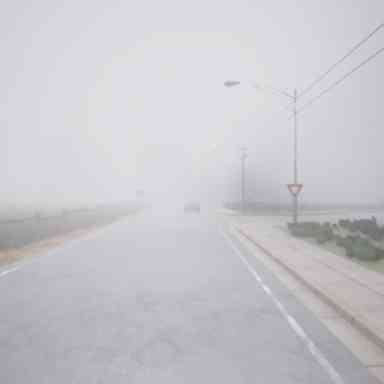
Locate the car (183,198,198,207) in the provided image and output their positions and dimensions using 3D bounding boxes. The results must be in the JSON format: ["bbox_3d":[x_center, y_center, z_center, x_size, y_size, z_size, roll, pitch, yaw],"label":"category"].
[{"bbox_3d":[-0.225,1.703,54.952,2.033,1.411,5.357,0,0,-5],"label":"car"}]

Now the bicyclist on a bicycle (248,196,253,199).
[{"bbox_3d":[12.405,1.581,70.859,1.656,1.620,0.582,0,0,33],"label":"bicyclist on a bicycle"}]

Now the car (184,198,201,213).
[{"bbox_3d":[0.027,1.711,38.586,1.895,1.301,4.718,0,0,1],"label":"car"}]
